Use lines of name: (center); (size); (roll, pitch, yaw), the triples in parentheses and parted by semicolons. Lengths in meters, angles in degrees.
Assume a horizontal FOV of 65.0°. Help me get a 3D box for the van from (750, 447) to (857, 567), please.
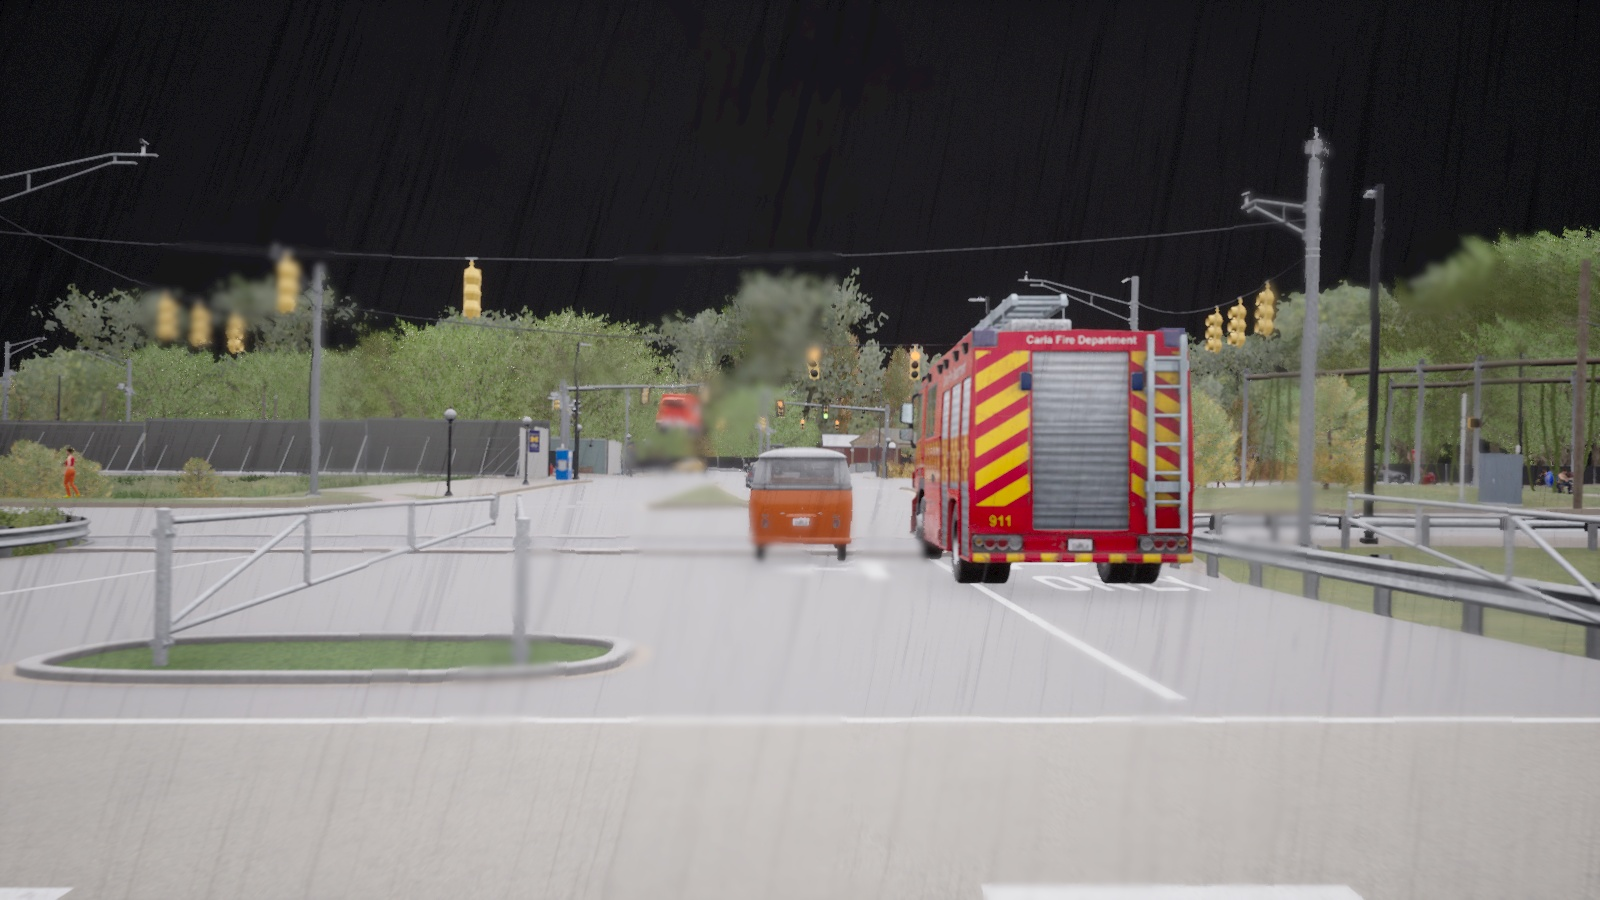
van: (0.059, 0.943, 23.141); (1.775, 1.987, 4.442); (0, 0, 0)

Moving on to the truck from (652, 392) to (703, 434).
truck: (-8.154, -2.455, 84.103); (2.627, 2.467, 5.204); (3, 0, 1)

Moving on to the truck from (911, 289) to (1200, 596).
truck: (3.575, 0.006, 19.945); (2.891, 3.827, 8.468); (0, -1, 0)

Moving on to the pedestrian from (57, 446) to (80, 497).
pedestrian: (-26.627, 0.774, 45.700); (0.594, 1.836, 0.345); (2, 0, -2)
